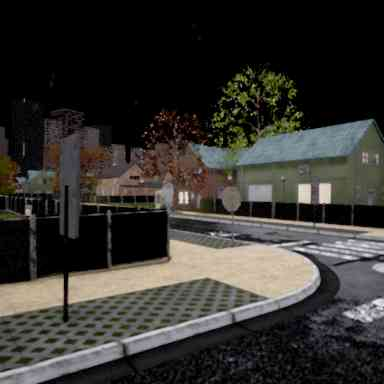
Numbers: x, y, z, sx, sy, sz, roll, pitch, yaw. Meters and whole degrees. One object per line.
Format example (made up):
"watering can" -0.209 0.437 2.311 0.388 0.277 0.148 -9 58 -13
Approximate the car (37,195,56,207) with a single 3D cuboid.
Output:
"car" -20.220 1.264 45.947 1.837 1.490 4.892 1 0 -37
